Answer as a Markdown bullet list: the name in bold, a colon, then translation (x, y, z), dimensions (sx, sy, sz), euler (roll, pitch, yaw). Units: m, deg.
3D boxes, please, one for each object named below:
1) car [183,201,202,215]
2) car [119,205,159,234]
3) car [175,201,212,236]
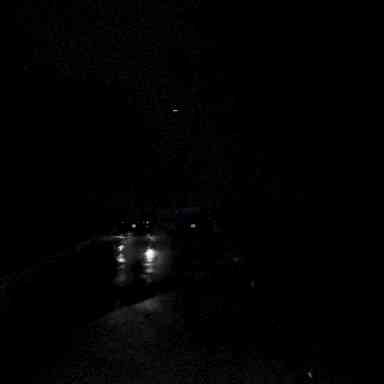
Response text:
- **car**: translation (0.008, 1.752, 38.117), dimensions (2.033, 1.411, 5.357), euler (0, -1, 0)
- **car**: translation (-3.045, 1.556, 19.827), dimensions (1.837, 1.490, 4.892), euler (0, -1, 0)
- **car**: translation (0.058, 1.520, 18.821), dimensions (1.882, 1.535, 5.008), euler (0, 0, 0)
